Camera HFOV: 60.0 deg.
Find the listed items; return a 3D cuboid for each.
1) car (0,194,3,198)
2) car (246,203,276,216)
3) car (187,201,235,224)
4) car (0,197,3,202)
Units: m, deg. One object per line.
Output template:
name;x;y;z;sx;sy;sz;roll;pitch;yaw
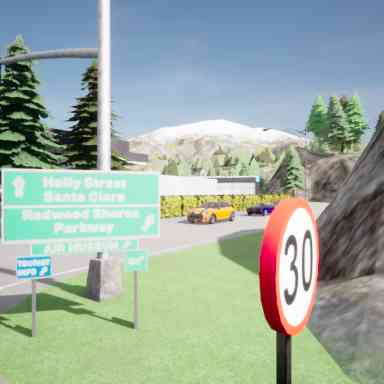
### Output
car;-38.660;1.488;69.944;4.514;1.523;2.007;0;0;35
car;7.486;1.792;34.833;1.895;1.301;4.718;0;0;36
car;1.584;1.543;26.704;2.097;1.767;4.553;0;0;36
car;-12.400;1.504;26.036;1.905;1.878;3.866;0;0;35
